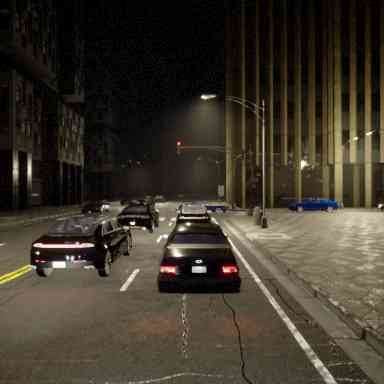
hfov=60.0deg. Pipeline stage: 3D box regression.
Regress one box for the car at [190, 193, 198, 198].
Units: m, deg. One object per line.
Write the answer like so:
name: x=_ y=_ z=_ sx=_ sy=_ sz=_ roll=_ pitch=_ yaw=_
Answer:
car: x=0.434 y=1.282 z=77.078 sx=1.837 sy=1.490 sz=4.892 roll=0 pitch=0 yaw=0

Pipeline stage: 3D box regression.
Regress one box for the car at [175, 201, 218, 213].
car: x=0.103 y=1.473 z=18.678 sx=2.128 sy=1.511 sz=4.902 roll=0 pitch=0 yaw=0

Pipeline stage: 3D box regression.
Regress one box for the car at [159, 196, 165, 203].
car: x=-6.193 y=1.447 z=63.239 sx=1.895 sy=1.301 sz=4.718 roll=0 pitch=0 yaw=1

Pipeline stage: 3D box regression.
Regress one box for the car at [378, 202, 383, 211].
car: x=22.197 y=1.339 z=34.989 sx=4.902 sy=1.511 sz=2.128 roll=0 pitch=0 yaw=0

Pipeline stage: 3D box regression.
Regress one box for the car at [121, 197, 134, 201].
car: x=-9.560 y=1.423 z=50.211 sx=1.812 sy=1.442 sz=4.674 roll=0 pitch=0 yaw=0

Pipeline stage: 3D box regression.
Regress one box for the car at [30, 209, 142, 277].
car: x=-3.095 y=1.485 z=10.211 sx=2.128 sy=1.511 sz=4.902 roll=0 pitch=0 yaw=0

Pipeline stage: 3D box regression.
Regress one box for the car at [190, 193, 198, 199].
car: x=0.493 y=1.106 z=87.500 sx=2.128 sy=1.511 sz=4.902 roll=0 pitch=0 yaw=0

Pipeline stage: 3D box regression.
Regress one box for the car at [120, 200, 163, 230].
car: x=-3.043 y=1.458 z=19.586 sx=1.882 sy=1.535 sz=5.008 roll=0 pitch=0 yaw=0

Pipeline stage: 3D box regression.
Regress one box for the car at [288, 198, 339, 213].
car: x=12.731 y=1.365 z=35.023 sx=5.008 sy=1.535 sz=1.882 roll=0 pitch=0 yaw=1

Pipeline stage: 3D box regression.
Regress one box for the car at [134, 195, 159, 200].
car: x=-6.335 y=1.401 z=46.670 sx=2.128 sy=1.511 sz=4.902 roll=0 pitch=0 yaw=1

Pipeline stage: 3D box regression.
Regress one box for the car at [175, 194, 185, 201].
car: x=-2.816 y=1.307 z=77.097 sx=2.128 sy=1.511 sz=4.902 roll=0 pitch=0 yaw=0

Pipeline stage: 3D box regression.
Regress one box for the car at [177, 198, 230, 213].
car: x=1.283 y=1.550 z=32.552 sx=4.718 sy=1.301 sz=1.895 roll=0 pitch=0 yaw=17

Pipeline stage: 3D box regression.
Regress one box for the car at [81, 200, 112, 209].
car: x=-9.660 y=1.497 z=34.063 sx=2.033 sy=1.411 sz=5.357 roll=0 pitch=0 yaw=0

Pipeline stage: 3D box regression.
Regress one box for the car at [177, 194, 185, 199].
car: x=-2.757 y=1.176 z=87.549 sx=1.895 sy=1.301 sz=4.718 roll=0 pitch=0 yaw=0

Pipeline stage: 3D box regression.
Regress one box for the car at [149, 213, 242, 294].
car: x=0.148 y=1.543 z=8.934 sx=2.033 sy=1.411 sz=5.357 roll=0 pitch=0 yaw=0

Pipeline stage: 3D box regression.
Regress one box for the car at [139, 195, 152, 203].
car: x=-9.383 y=1.355 z=67.227 sx=1.812 sy=1.442 sz=4.674 roll=0 pitch=0 yaw=1
